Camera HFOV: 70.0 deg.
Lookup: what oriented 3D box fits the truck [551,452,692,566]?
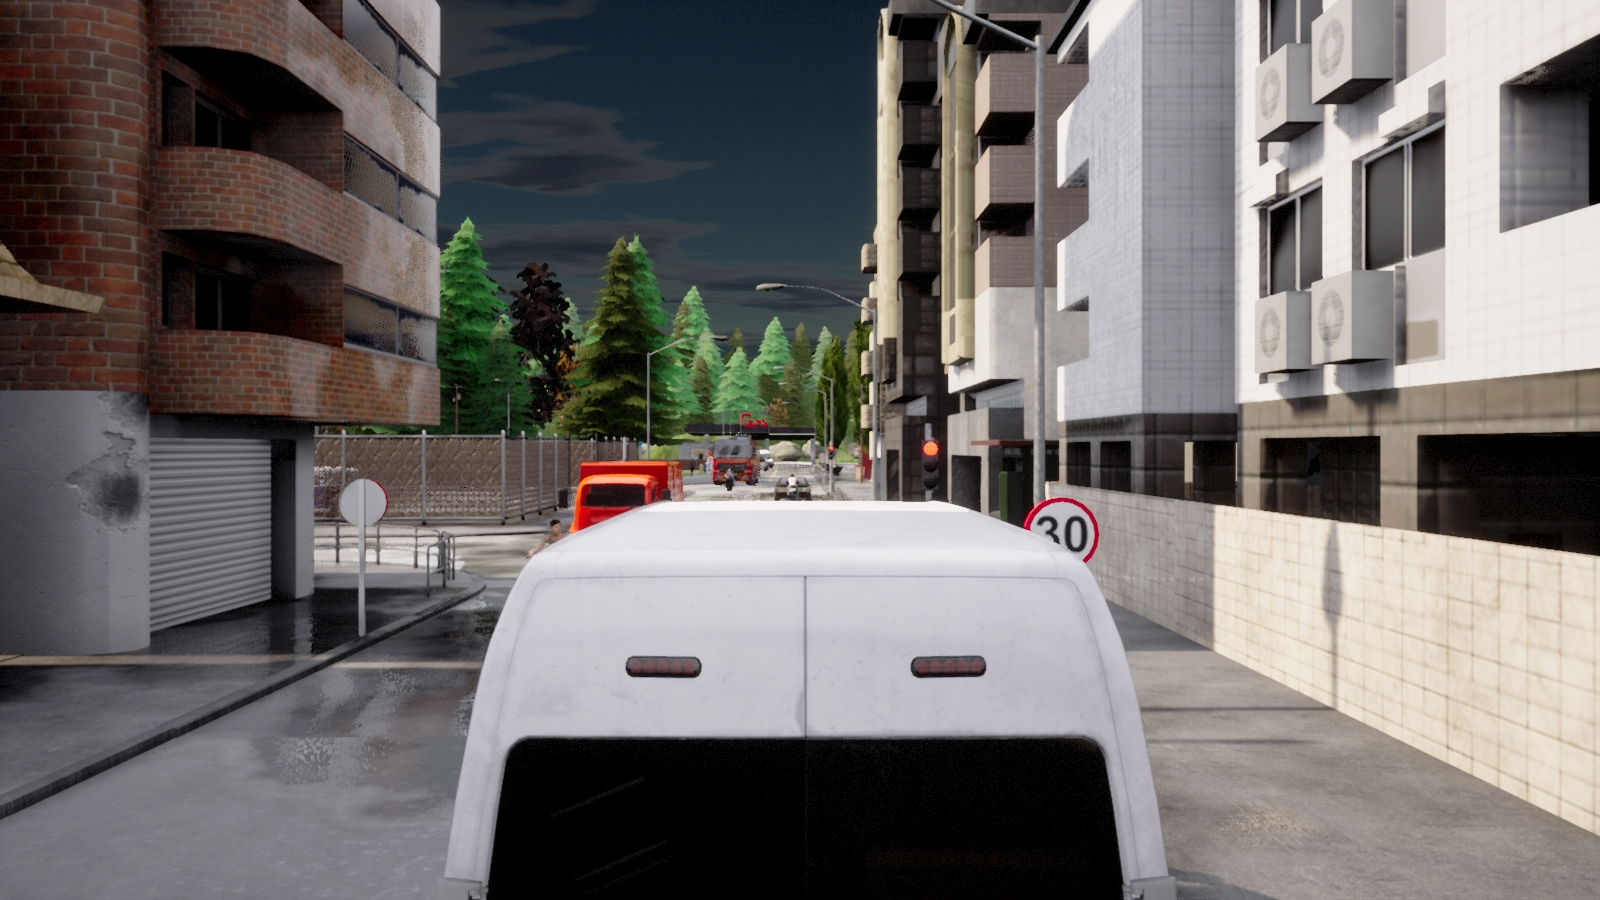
[{"bbox_3d":[-4.141,1.293,27.588,2.627,2.467,5.204,0,0,0],"label":"truck"}]

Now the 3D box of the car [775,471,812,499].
[{"bbox_3d":[-0.339,1.818,60.158,1.895,1.301,4.718,0,0,0],"label":"car"}]

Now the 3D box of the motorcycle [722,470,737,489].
[{"bbox_3d":[-4.478,1.852,72.459,0.803,1.145,2.033,0,0,0],"label":"motorcycle"}]

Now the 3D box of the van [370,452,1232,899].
[{"bbox_3d":[-0.009,1.301,5.596,1.988,2.561,5.915,0,0,0],"label":"van"}]
